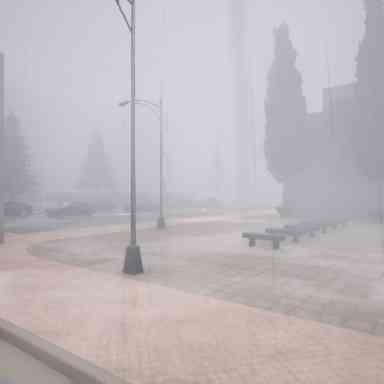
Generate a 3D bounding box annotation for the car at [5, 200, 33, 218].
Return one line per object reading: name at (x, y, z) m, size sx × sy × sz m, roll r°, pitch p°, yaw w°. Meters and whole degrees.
car at (-16.246, 1.505, 28.512) m, size 1.837 × 1.490 × 4.892 m, roll 0°, pitch 0°, yaw 39°

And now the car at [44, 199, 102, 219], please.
car at (-10.781, 1.526, 29.754) m, size 1.812 × 1.442 × 4.674 m, roll 0°, pitch 0°, yaw 37°

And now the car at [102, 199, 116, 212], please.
car at (-10.459, 1.491, 35.936) m, size 2.128 × 1.511 × 4.902 m, roll 0°, pitch 0°, yaw 38°

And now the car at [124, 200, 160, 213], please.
car at (-5.473, 1.564, 36.656) m, size 1.994 × 1.385 × 4.181 m, roll 0°, pitch 0°, yaw 38°

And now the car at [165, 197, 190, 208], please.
car at (-1.747, 1.505, 47.211) m, size 1.837 × 1.490 × 4.892 m, roll 0°, pitch 0°, yaw 38°

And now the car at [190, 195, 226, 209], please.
car at (2.276, 1.505, 46.685) m, size 1.837 × 1.490 × 4.892 m, roll 0°, pitch 0°, yaw 38°
